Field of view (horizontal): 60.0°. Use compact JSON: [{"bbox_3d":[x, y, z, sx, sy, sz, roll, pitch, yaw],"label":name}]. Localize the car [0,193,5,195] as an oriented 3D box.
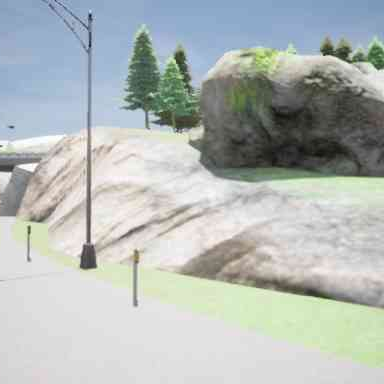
[{"bbox_3d":[-46.726,1.121,82.050,1.895,1.301,4.718,0,0,-5],"label":"car"}]
